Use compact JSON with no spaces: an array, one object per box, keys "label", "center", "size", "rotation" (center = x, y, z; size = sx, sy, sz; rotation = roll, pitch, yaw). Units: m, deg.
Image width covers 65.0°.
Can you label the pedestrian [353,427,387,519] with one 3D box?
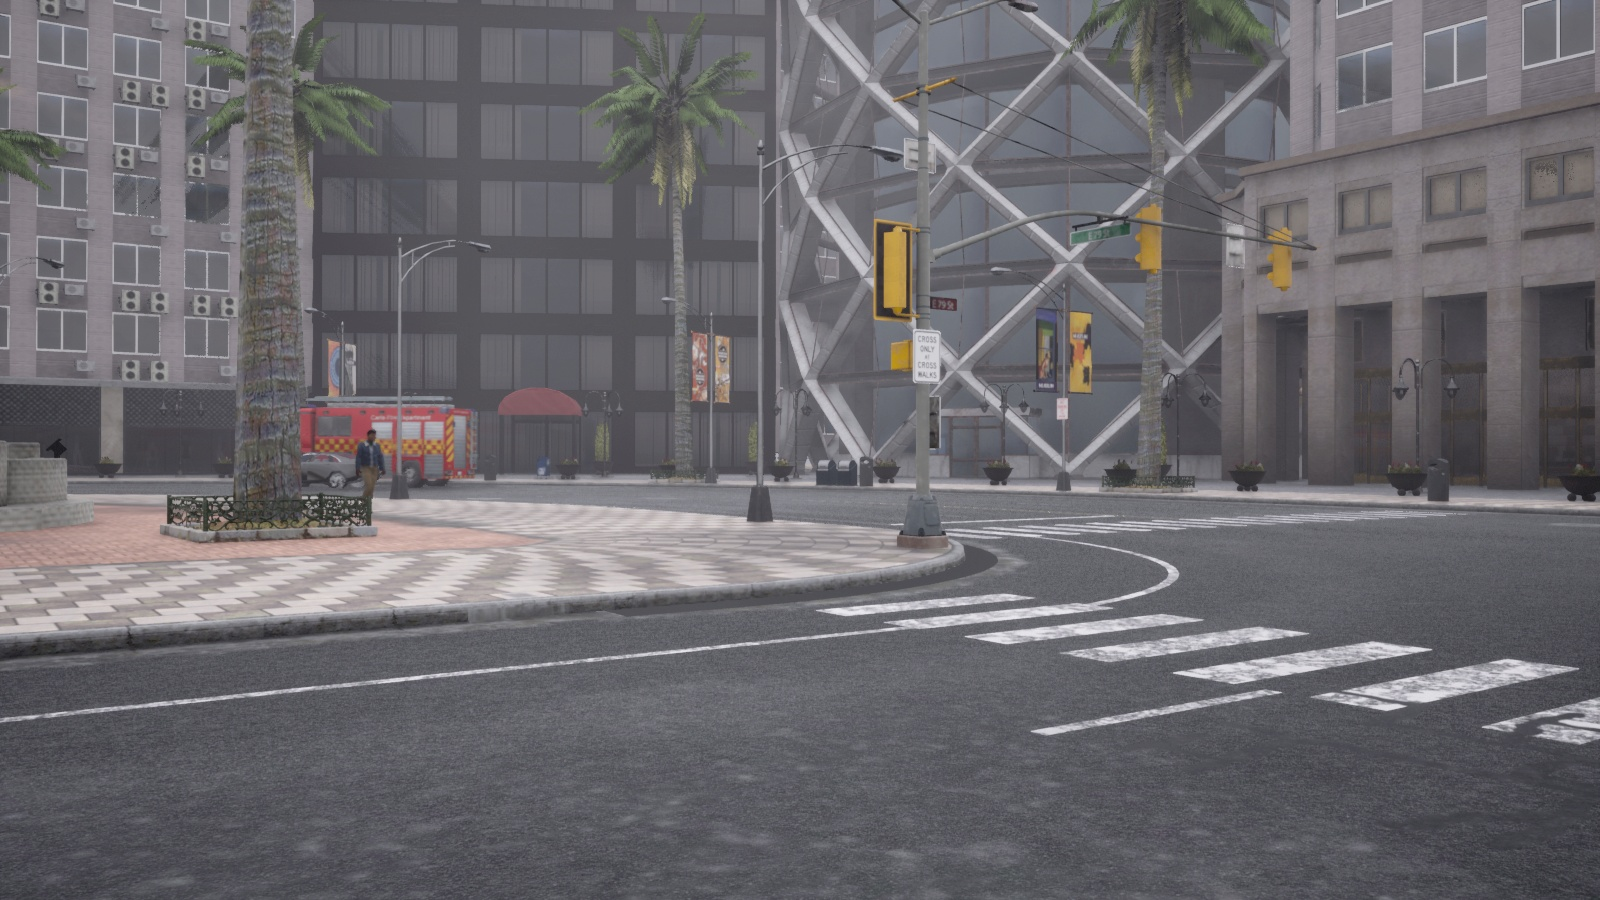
[{"label":"pedestrian","center":[-9.299,0.488,27.139],"size":[0.423,1.949,0.788],"rotation":[0,0,-41]}]

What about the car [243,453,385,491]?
[{"label":"car","center":[-19.445,0.865,50.325],"size":[4.902,1.511,2.128],"rotation":[0,0,9]}]

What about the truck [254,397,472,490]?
[{"label":"truck","center":[-18.666,-0.249,53.789],"size":[8.468,3.827,2.891],"rotation":[0,0,10]}]
